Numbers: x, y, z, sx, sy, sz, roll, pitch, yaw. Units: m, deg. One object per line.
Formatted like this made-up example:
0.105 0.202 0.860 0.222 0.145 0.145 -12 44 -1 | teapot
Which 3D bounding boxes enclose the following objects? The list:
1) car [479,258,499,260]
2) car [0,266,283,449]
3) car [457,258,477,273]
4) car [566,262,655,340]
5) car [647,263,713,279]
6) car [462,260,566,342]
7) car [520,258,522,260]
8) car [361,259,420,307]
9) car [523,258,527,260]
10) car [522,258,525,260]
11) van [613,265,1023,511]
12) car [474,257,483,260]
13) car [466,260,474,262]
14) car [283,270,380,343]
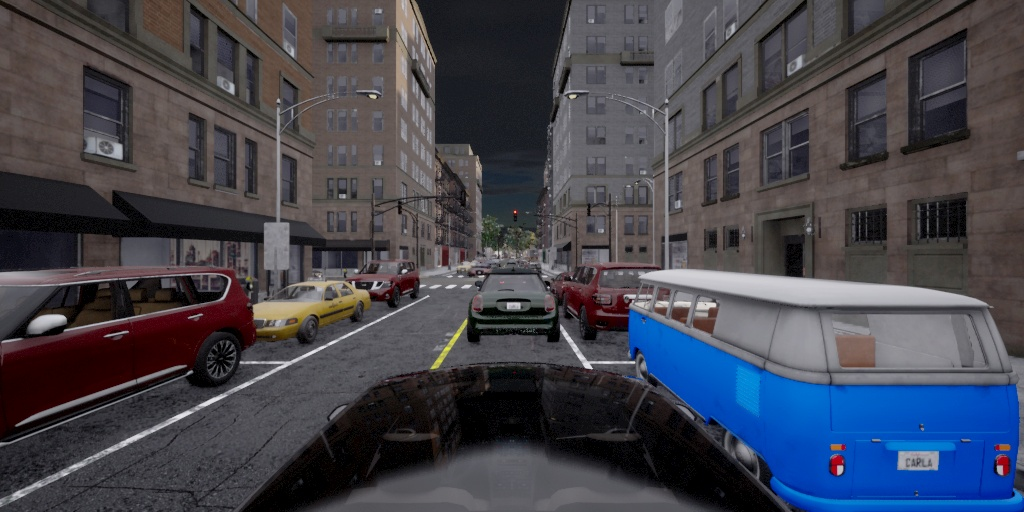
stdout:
-2.918 1.311 47.064 1.994 1.385 4.181 0 0 0 | car
-5.402 1.065 4.167 2.192 1.841 5.009 0 0 0 | car
-5.478 1.274 42.361 1.751 1.417 4.829 0 0 0 | car
2.626 1.065 9.856 2.192 1.841 5.009 0 0 0 | car
14.316 1.278 30.711 4.718 1.301 1.895 0 0 -3 | car
0.021 1.102 9.892 2.097 1.767 4.553 0 0 0 | car
2.558 1.300 53.507 2.007 1.370 4.403 0 0 0 | car
-5.421 1.064 15.523 2.192 1.841 5.009 0 0 0 | car
2.575 1.300 42.543 2.007 1.370 4.403 0 0 0 | car
2.566 1.294 48.025 1.888 1.381 4.507 0 0 0 | car
2.635 1.091 4.177 1.690 1.789 3.998 0 0 0 | van
-5.492 1.275 53.324 1.751 1.417 4.829 0 0 0 | car
-2.899 1.315 33.765 1.994 1.385 4.181 0 0 0 | car
-5.411 1.275 9.674 1.751 1.417 4.829 0 0 0 | car
